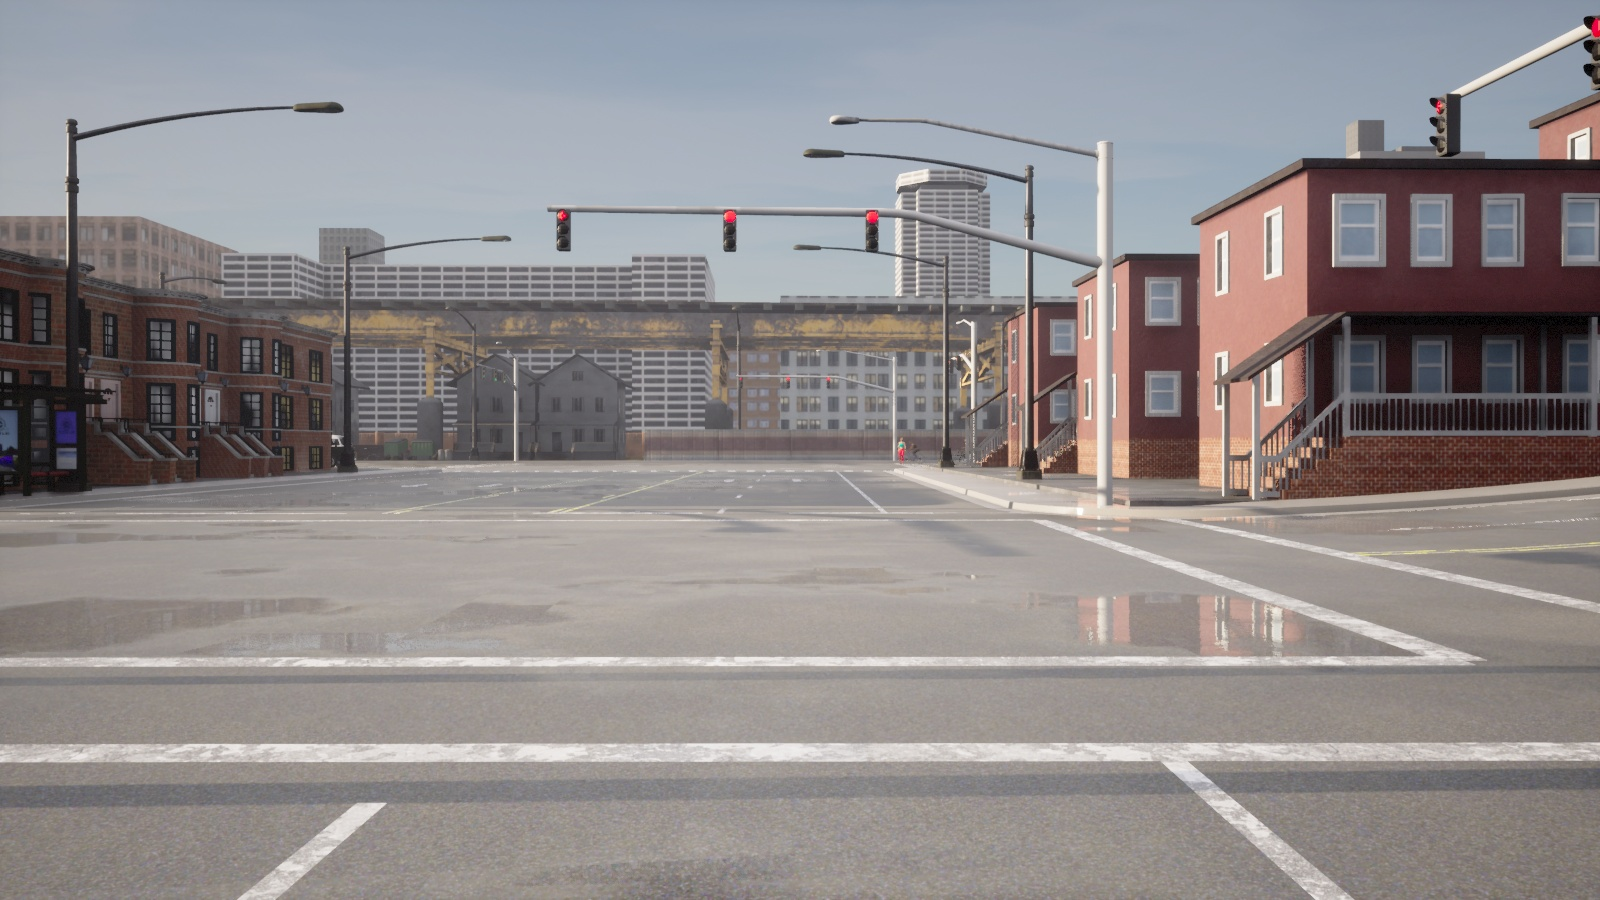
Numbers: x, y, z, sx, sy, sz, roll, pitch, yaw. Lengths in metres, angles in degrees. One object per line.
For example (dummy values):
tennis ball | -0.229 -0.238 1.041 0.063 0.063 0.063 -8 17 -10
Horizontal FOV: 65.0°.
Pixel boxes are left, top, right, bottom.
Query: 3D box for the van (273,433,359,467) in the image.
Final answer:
van | -29.763 0.010 77.297 4.480 2.038 2.069 0 0 0
